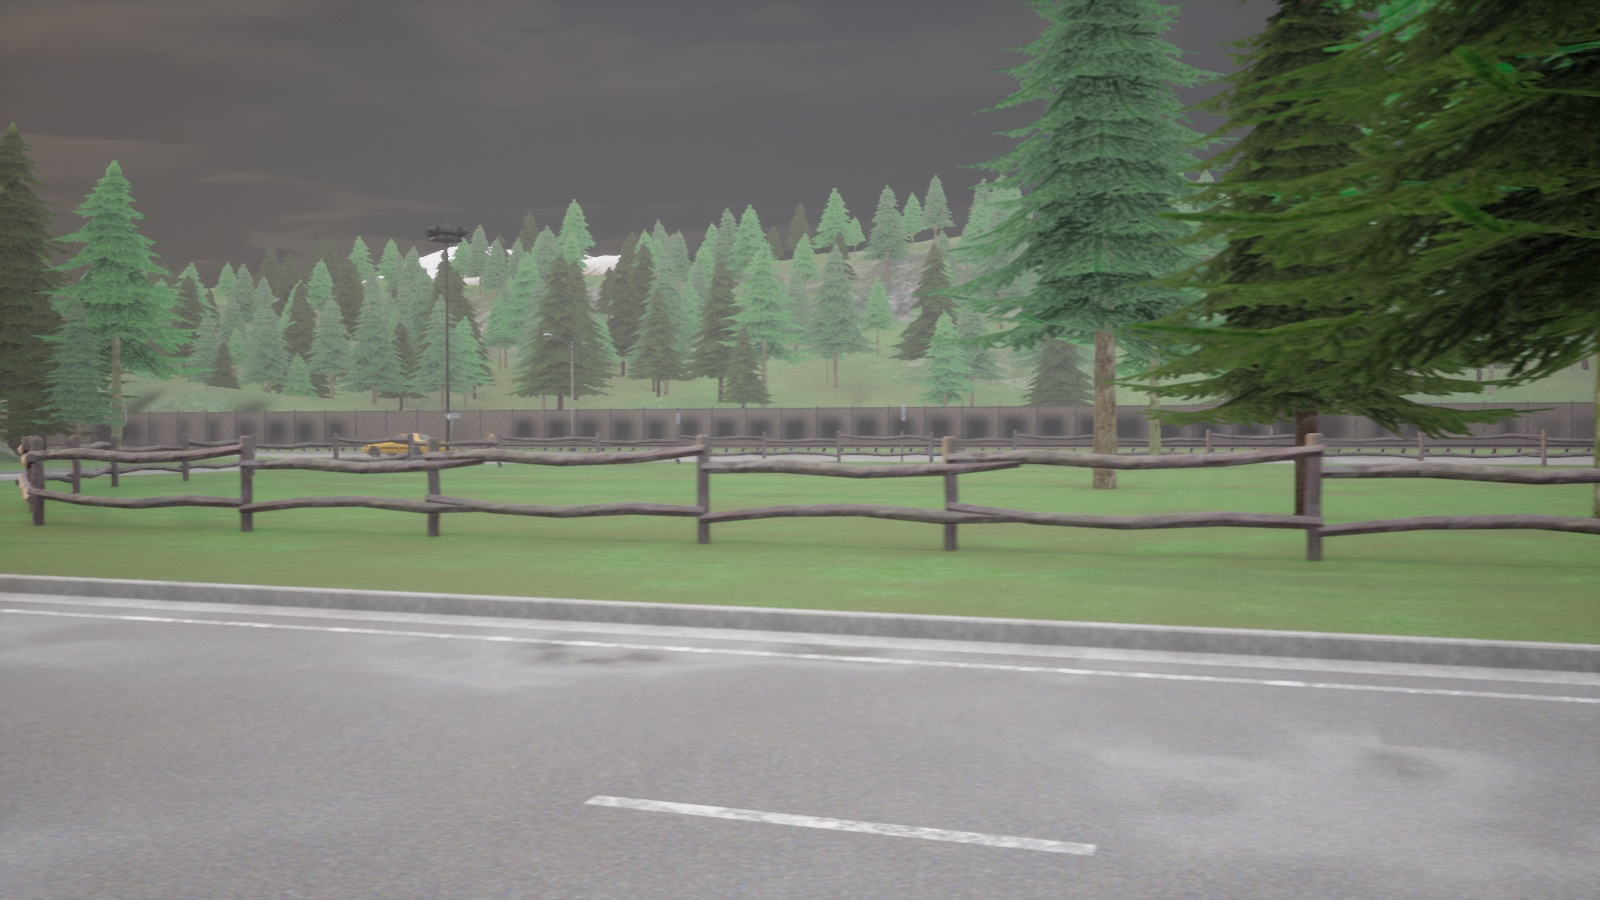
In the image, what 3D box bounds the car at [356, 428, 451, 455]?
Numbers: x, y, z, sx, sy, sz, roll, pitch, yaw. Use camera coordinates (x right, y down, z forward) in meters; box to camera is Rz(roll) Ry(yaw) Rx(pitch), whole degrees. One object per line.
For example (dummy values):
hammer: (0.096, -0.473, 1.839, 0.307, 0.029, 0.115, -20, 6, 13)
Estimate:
car: (-23.799, -0.531, 75.360, 5.366, 1.575, 1.801, 1, 1, 18)
